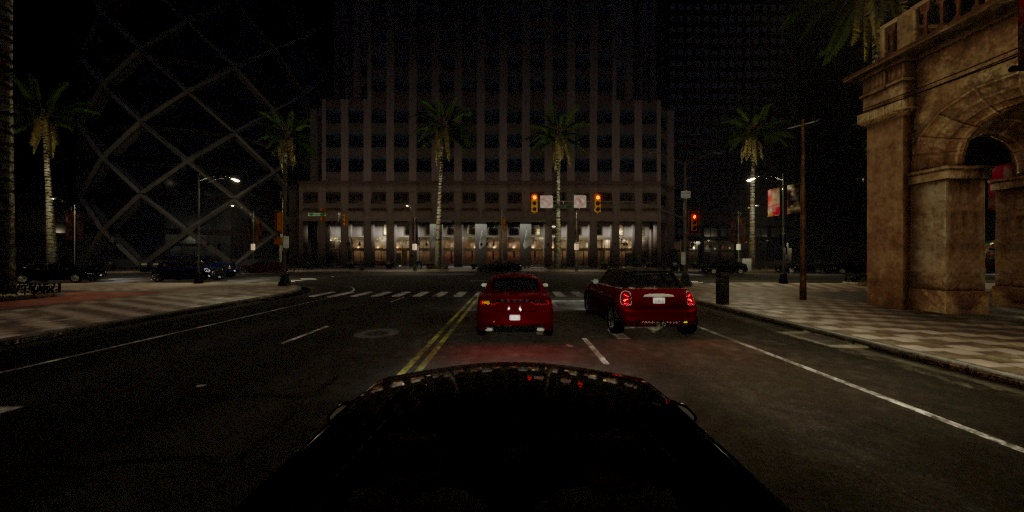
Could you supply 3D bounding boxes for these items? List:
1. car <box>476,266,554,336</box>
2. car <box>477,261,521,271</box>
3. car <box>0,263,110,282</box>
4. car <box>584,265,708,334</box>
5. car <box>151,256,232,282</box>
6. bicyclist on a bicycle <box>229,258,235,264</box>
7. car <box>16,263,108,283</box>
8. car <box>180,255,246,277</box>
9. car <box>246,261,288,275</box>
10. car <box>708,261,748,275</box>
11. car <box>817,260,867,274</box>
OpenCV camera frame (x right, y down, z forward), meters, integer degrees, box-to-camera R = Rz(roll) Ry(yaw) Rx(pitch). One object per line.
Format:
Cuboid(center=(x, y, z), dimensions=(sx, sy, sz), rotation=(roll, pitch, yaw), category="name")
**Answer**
Cuboid(center=(0.081, 1.228, 10.494), dimensions=(1.882, 1.535, 5.008), rotation=(0, 0, 0), category="car")
Cuboid(center=(-1.329, 1.241, 39.493), dimensions=(4.902, 1.511, 2.128), rotation=(0, 0, 0), category="car")
Cuboid(center=(-37.670, 1.297, 29.810), dimensions=(5.357, 1.411, 2.033), rotation=(0, 0, -22), category="car")
Cuboid(center=(3.582, 1.102, 10.835), dimensions=(2.097, 1.767, 4.553), rotation=(0, 0, 0), category="car")
Cuboid(center=(-25.627, 1.102, 28.553), dimensions=(4.553, 1.767, 2.097), rotation=(0, 0, -3), category="car")
Cuboid(center=(-35.747, 1.050, 45.753), dimensions=(0.582, 1.620, 1.656), rotation=(0, 0, -12), category="bicyclist on a bicycle")
Cuboid(center=(-34.420, 1.255, 27.227), dimensions=(4.892, 1.490, 1.837), rotation=(0, 0, -19), category="car")
Cuboid(center=(-27.667, 0.971, 32.048), dimensions=(5.566, 2.045, 2.150), rotation=(0, 0, -3), category="car")
Cuboid(center=(-27.247, 1.276, 39.289), dimensions=(4.674, 1.442, 1.812), rotation=(0, 0, -4), category="car")
Cuboid(center=(23.172, 1.254, 39.418), dimensions=(4.892, 1.490, 1.837), rotation=(0, 0, 0), category="car")
Cuboid(center=(37.048, 1.228, 39.372), dimensions=(5.008, 1.535, 1.882), rotation=(0, 0, 0), category="car")
